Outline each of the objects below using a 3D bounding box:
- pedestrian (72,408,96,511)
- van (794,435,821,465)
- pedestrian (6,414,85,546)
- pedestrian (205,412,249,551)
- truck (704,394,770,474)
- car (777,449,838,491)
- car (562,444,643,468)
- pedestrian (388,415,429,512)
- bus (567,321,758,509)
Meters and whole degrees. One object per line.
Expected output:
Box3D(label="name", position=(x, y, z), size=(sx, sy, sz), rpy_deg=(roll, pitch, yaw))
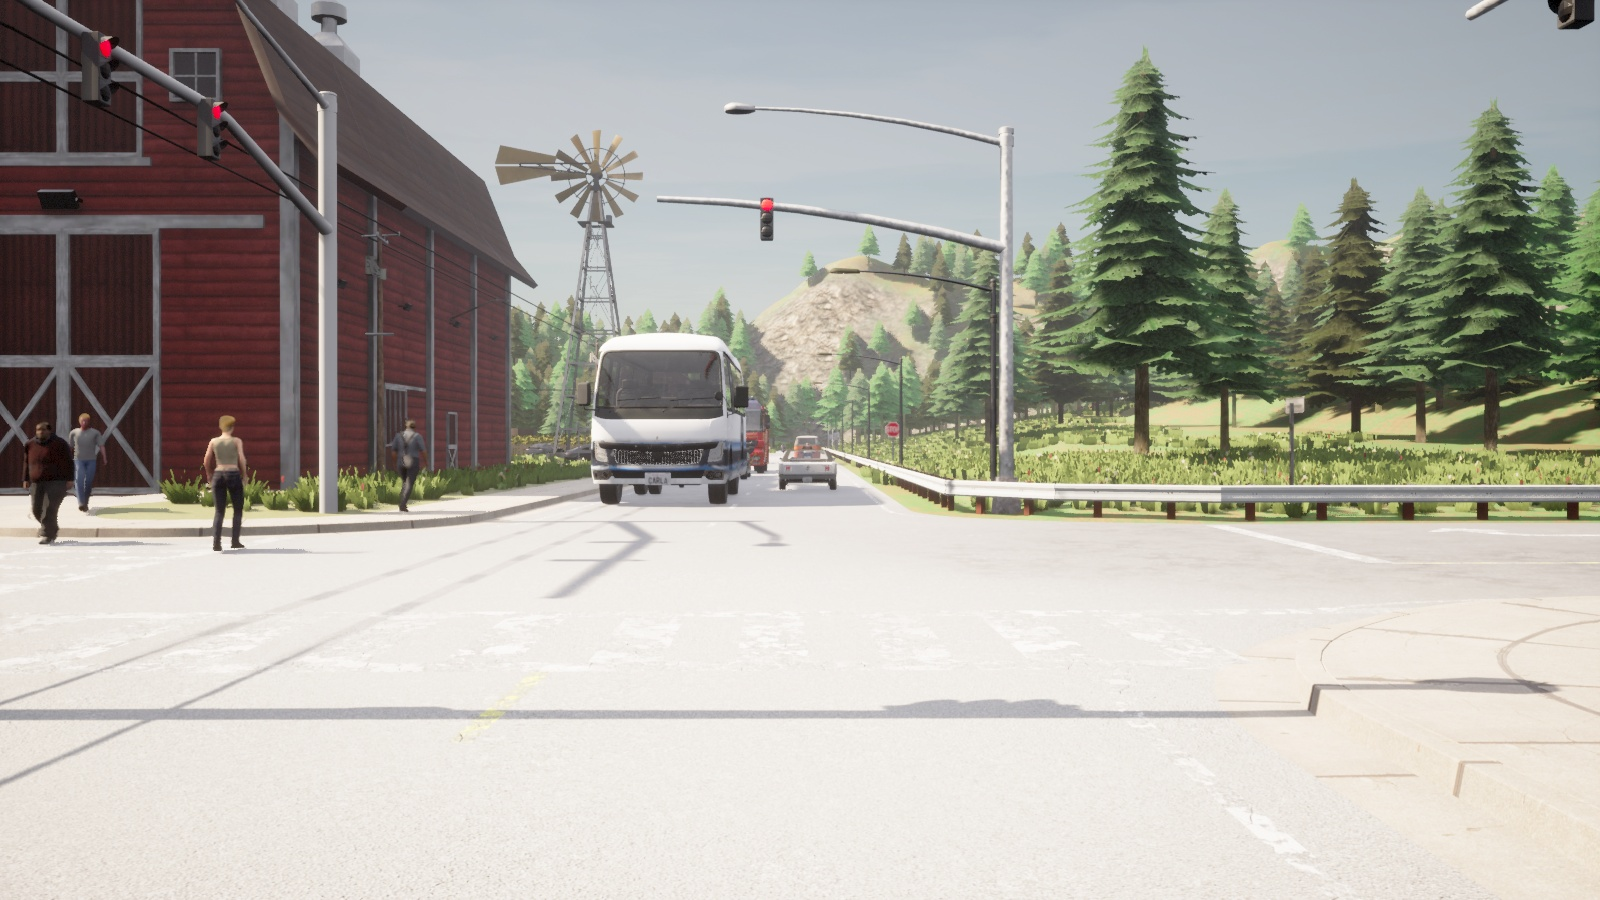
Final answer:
Box3D(label="pedestrian", position=(-12.969, 0.162, 22.757), size=(0.354, 1.836, 0.706), rpy_deg=(0, 0, -28))
Box3D(label="van", position=(0.510, 0.014, 86.019), size=(1.775, 1.987, 4.442), rpy_deg=(0, 0, 0))
Box3D(label="pedestrian", position=(-10.809, 0.411, 18.019), size=(0.634, 1.844, 0.899), rpy_deg=(0, 0, -4))
Box3D(label="pedestrian", position=(-7.719, 0.420, 16.932), size=(0.345, 1.836, 0.594), rpy_deg=(0, 0, -4))
Box3D(label="truck", position=(-3.115, -0.782, 64.074), size=(2.891, 3.827, 8.468), rpy_deg=(0, 0, 0))
Box3D(label="car", position=(0.254, 0.612, 41.562), size=(1.895, 1.301, 4.718), rpy_deg=(0, 0, 0))
Box3D(label="car", position=(-11.937, 0.333, 76.141), size=(4.674, 1.442, 1.812), rpy_deg=(0, 0, -1))
Box3D(label="pedestrian", position=(-7.560, 0.256, 24.263), size=(0.540, 1.848, 0.694), rpy_deg=(0, 0, 5))
Box3D(label="bus", position=(-3.290, -0.823, 33.683), size=(3.944, 4.253, 10.273), rpy_deg=(0, 0, 0))
